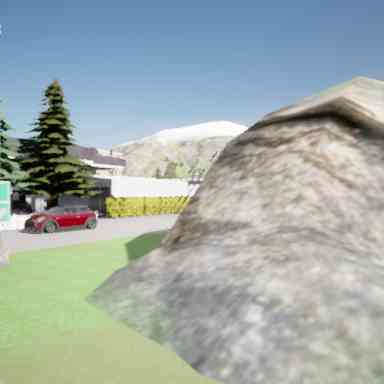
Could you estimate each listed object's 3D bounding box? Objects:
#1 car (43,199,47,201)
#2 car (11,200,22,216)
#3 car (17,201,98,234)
[{"bbox_3d":[-18.664,1.892,36.422,2.242,1.667,4.611,0,0,36],"label":"car"},{"bbox_3d":[-16.651,1.688,29.580,1.905,1.878,3.866,0,0,36],"label":"car"},{"bbox_3d":[-8.622,1.671,22.068,2.097,1.767,4.553,0,-1,37],"label":"car"}]
